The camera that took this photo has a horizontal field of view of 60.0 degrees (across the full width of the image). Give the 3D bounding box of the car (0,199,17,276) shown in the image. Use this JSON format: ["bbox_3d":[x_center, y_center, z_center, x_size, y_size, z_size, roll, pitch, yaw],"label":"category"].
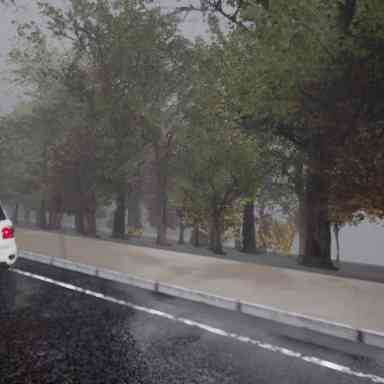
[{"bbox_3d":[-6.677,1.058,8.455,5.566,2.045,2.150,1,0,36],"label":"car"}]
